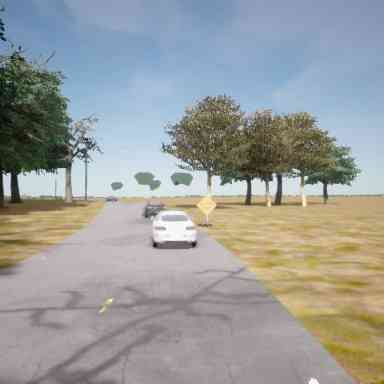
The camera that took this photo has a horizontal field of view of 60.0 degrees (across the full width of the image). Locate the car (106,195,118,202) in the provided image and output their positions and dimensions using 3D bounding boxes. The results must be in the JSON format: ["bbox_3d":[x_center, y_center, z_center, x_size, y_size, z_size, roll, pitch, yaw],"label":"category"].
[{"bbox_3d":[-17.856,1.478,74.224,2.033,1.411,5.357,1,0,-23],"label":"car"}]

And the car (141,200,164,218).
[{"bbox_3d":[-3.423,1.477,29.782,2.128,1.511,4.902,0,0,-13],"label":"car"}]

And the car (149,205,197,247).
[{"bbox_3d":[-0.860,1.530,14.829,1.812,1.442,4.674,0,0,-6],"label":"car"}]

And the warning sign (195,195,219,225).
[{"bbox_3d":[0.941,1.120,21.033,1.300,1.860,1.060,-2,-2,-9],"label":"warning sign"}]
